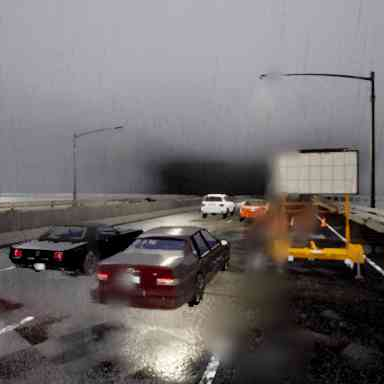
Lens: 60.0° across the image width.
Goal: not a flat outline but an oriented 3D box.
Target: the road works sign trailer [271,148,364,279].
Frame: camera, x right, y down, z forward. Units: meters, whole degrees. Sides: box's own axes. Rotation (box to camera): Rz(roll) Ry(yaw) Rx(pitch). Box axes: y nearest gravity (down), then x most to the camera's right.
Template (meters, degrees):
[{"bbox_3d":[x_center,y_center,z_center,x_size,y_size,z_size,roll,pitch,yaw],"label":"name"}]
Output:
[{"bbox_3d":[3.825,0.481,10.351,2.380,3.560,2.880,0,0,16],"label":"road works sign trailer"}]

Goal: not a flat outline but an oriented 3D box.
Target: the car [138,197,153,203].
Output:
[{"bbox_3d":[-7.747,1.634,57.633,1.812,1.442,4.674,0,0,17],"label":"car"}]

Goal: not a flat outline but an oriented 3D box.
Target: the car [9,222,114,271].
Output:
[{"bbox_3d":[-3.263,1.623,10.638,1.895,1.301,4.718,0,0,16],"label":"car"}]

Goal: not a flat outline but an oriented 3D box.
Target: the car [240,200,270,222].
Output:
[{"bbox_3d":[5.245,1.398,27.279,2.097,1.767,4.553,0,0,16],"label":"car"}]

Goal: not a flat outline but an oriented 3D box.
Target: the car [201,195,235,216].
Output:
[{"bbox_3d":[2.427,1.274,30.097,2.150,2.045,5.566,0,0,17],"label":"car"}]

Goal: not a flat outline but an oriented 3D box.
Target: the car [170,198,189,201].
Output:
[{"bbox_3d":[-1.483,1.660,54.204,1.994,1.385,4.181,0,0,17],"label":"car"}]

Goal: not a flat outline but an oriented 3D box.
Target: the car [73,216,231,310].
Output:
[{"bbox_3d":[-0.340,1.563,8.156,2.033,1.411,5.357,0,0,16],"label":"car"}]

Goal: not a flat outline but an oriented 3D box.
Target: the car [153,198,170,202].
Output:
[{"bbox_3d":[-4.406,1.704,56.611,1.895,1.301,4.718,0,0,17],"label":"car"}]
